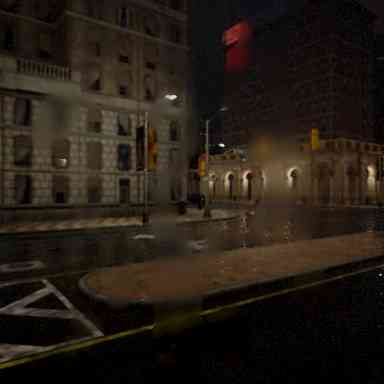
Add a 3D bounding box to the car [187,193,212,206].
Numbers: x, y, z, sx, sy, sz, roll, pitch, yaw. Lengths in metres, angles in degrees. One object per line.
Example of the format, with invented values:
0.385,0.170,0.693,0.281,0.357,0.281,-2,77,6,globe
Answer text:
0.887,1.148,53.044,2.150,2.045,5.566,0,0,-35,car
